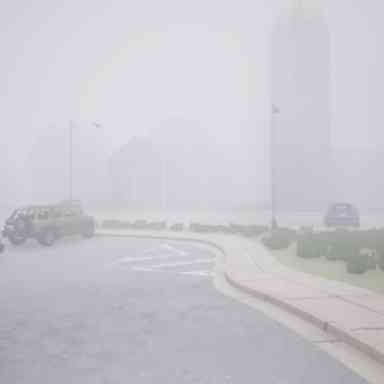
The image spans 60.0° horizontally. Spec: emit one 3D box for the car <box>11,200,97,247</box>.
[{"bbox_3d":[-6.693,1.505,16.193,1.932,1.855,4.605,-1,-1,19],"label":"car"}]

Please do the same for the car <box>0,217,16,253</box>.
[{"bbox_3d":[-9.180,1.720,11.631,5.357,1.411,2.033,-1,-1,19],"label":"car"}]

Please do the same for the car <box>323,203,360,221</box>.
[{"bbox_3d":[10.816,1.619,24.291,2.242,1.667,4.611,-1,-1,19],"label":"car"}]

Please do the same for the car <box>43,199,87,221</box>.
[{"bbox_3d":[-12.130,1.690,32.001,1.905,1.878,3.866,-1,-1,19],"label":"car"}]

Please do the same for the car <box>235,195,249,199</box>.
[{"bbox_3d":[13.488,1.823,89.707,3.866,1.878,1.905,2,-7,-24],"label":"car"}]
